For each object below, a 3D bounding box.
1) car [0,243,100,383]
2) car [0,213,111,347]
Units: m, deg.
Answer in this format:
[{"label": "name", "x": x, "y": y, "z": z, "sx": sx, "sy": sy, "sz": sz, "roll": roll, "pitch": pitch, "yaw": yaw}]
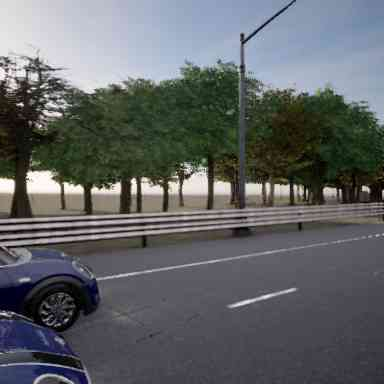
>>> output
[{"label": "car", "x": -2.828, "y": 1.351, "z": 1.733, "sx": 4.553, "sy": 1.767, "sz": 2.097, "roll": 0, "pitch": 0, "yaw": -35}, {"label": "car", "x": -3.865, "y": 1.352, "z": 5.288, "sx": 4.553, "sy": 1.767, "sz": 2.097, "roll": 0, "pitch": 0, "yaw": -35}]
